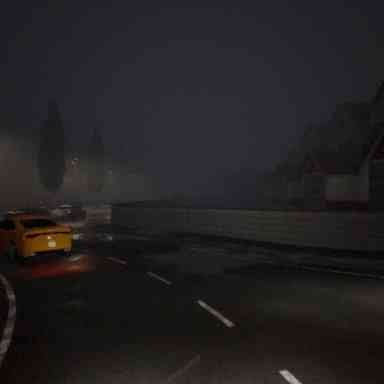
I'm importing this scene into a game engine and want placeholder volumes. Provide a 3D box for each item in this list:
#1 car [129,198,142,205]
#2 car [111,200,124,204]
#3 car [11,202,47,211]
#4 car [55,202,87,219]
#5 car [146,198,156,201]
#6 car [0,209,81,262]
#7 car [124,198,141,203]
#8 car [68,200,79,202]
[{"bbox_3d":[-12.794,2.133,75.835,1.994,1.385,4.181,-1,0,3],"label":"car"},{"bbox_3d":[-13.503,2.180,61.400,1.882,1.535,5.008,-1,0,3],"label":"car"},{"bbox_3d":[-15.117,1.952,30.839,2.128,1.511,4.902,-1,0,1],"label":"car"},{"bbox_3d":[-11.636,1.949,31.700,1.812,1.442,4.674,-1,0,2],"label":"car"},{"bbox_3d":[-9.299,2.086,75.639,1.994,1.385,4.181,-1,0,3],"label":"car"},{"bbox_3d":[-6.637,1.678,13.212,5.008,1.535,1.882,-1,-1,44],"label":"car"},{"bbox_3d":[-10.197,2.168,59.452,1.812,1.442,4.674,-1,0,3],"label":"car"},{"bbox_3d":[-21.671,2.314,60.475,1.837,1.490,4.892,-1,-1,3],"label":"car"}]
